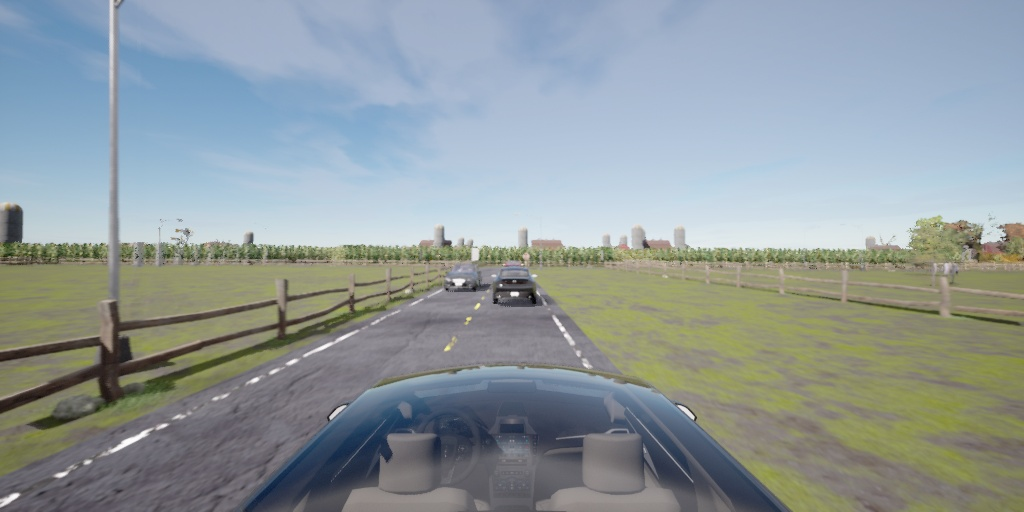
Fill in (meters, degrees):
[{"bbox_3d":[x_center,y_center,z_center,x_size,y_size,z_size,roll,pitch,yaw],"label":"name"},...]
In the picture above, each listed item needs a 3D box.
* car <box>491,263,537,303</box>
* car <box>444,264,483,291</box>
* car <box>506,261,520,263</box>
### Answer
[{"bbox_3d":[0.108,1.255,16.531,1.837,1.490,4.892,0,0,0],"label":"car"},{"bbox_3d":[-2.841,1.240,21.601,2.128,1.511,4.902,0,0,0],"label":"car"},{"bbox_3d":[0.114,1.221,35.807,1.882,1.535,5.008,0,0,0],"label":"car"}]
